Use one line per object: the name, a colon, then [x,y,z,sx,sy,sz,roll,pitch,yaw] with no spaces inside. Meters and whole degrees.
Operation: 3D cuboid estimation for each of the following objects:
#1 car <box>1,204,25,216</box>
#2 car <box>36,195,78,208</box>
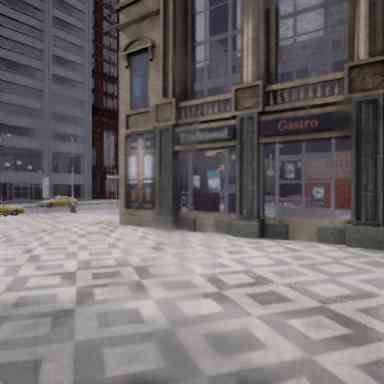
car: [-15.584,1.298,25.858,1.752,1.417,4.829,1,2,36]
car: [-16.089,1.087,39.758,1.752,1.417,4.829,1,2,36]
